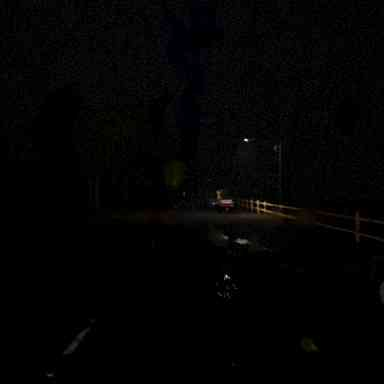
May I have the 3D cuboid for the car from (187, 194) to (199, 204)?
[{"bbox_3d":[0.257,1.355,67.379,2.150,2.045,5.566,0,0,0],"label":"car"}]

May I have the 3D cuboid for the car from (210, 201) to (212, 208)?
[{"bbox_3d":[3.692,1.708,49.612,1.895,1.301,4.718,0,0,0],"label":"car"}]

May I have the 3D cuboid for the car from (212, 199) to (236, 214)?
[{"bbox_3d":[3.729,1.584,37.201,2.128,1.511,4.902,0,0,0],"label":"car"}]

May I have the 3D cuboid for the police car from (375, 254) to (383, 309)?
[{"bbox_3d":[4.561,1.454,4.706,1.930,1.638,5.238,0,0,0],"label":"police car"}]
